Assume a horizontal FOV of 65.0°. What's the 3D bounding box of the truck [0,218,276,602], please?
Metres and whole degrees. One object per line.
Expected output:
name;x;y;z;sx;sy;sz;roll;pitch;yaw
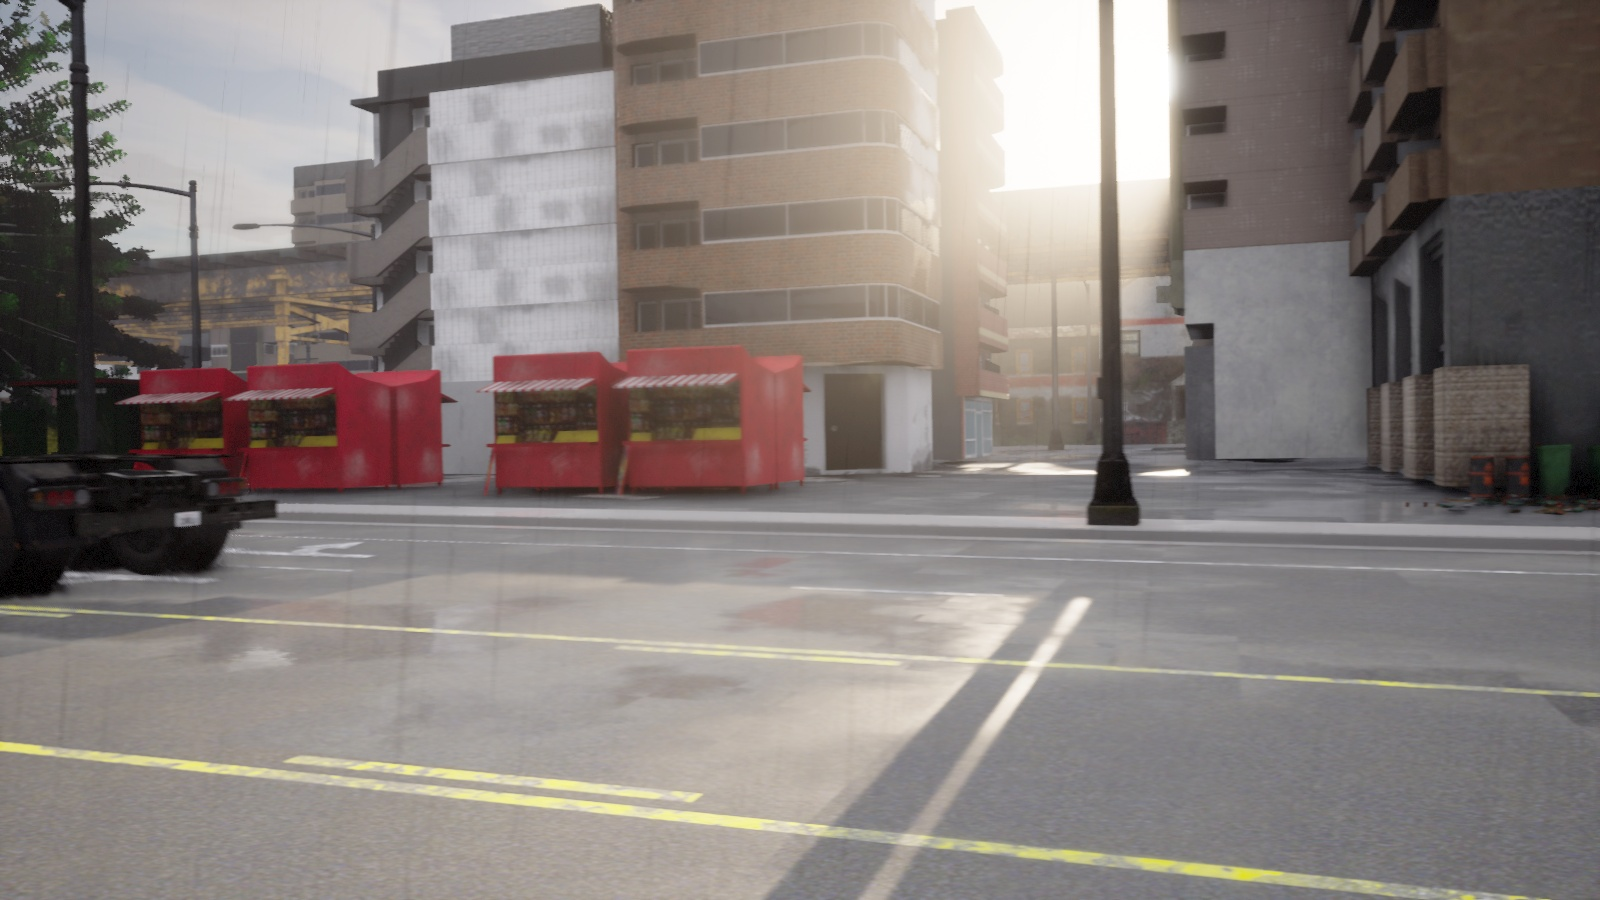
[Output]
truck;-10.095;-0.415;13.961;7.936;3.462;2.891;1;1;19
